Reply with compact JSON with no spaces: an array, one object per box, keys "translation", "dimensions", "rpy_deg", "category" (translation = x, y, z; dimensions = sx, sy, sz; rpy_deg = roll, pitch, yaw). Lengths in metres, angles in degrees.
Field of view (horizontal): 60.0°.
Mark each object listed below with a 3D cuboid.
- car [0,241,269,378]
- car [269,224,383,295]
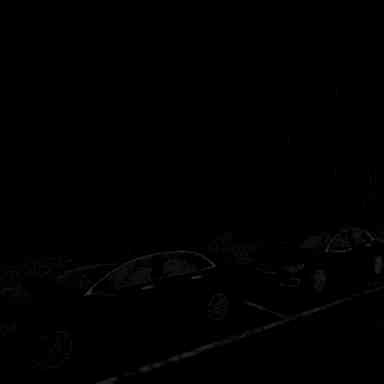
[{"translation":[-1.050,1.549,5.439],"dimensions":[4.403,1.369,2.008],"rpy_deg":[0,0,-36],"category":"car"},{"translation":[3.356,1.543,8.583],"dimensions":[4.403,1.369,2.008],"rpy_deg":[0,0,-36],"category":"car"}]
